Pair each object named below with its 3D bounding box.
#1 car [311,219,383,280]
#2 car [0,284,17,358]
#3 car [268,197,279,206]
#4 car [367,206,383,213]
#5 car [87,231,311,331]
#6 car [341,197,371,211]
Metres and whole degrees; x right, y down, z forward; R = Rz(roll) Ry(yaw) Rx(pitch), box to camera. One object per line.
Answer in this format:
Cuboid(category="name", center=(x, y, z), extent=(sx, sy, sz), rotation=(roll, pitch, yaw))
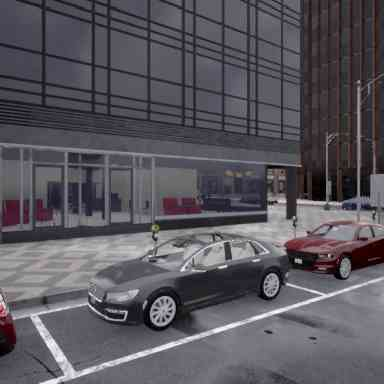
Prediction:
Cuboid(category="car", center=(4.586, 1.545, 9.933), extent=(4.507, 1.381, 1.887), rotation=(0, 0, -36))
Cuboid(category="car", center=(-4.293, 1.440, 3.587), extent=(4.097, 1.590, 1.967), rotation=(0, 0, -36))
Cuboid(category="car", center=(8.563, 0.988, 42.809), extent=(2.033, 1.411, 5.357), rotation=(0, 1, -36))
Cuboid(category="car", center=(9.026, 1.441, 13.106), extent=(4.097, 1.590, 1.967), rotation=(0, 0, -36))
Cuboid(category="car", center=(0.147, 1.551, 6.760), extent=(4.403, 1.369, 2.008), rotation=(0, 0, -36))
Cuboid(category="car", center=(16.648, 1.235, 31.597), extent=(1.812, 1.442, 4.674), rotation=(0, 1, -37))
